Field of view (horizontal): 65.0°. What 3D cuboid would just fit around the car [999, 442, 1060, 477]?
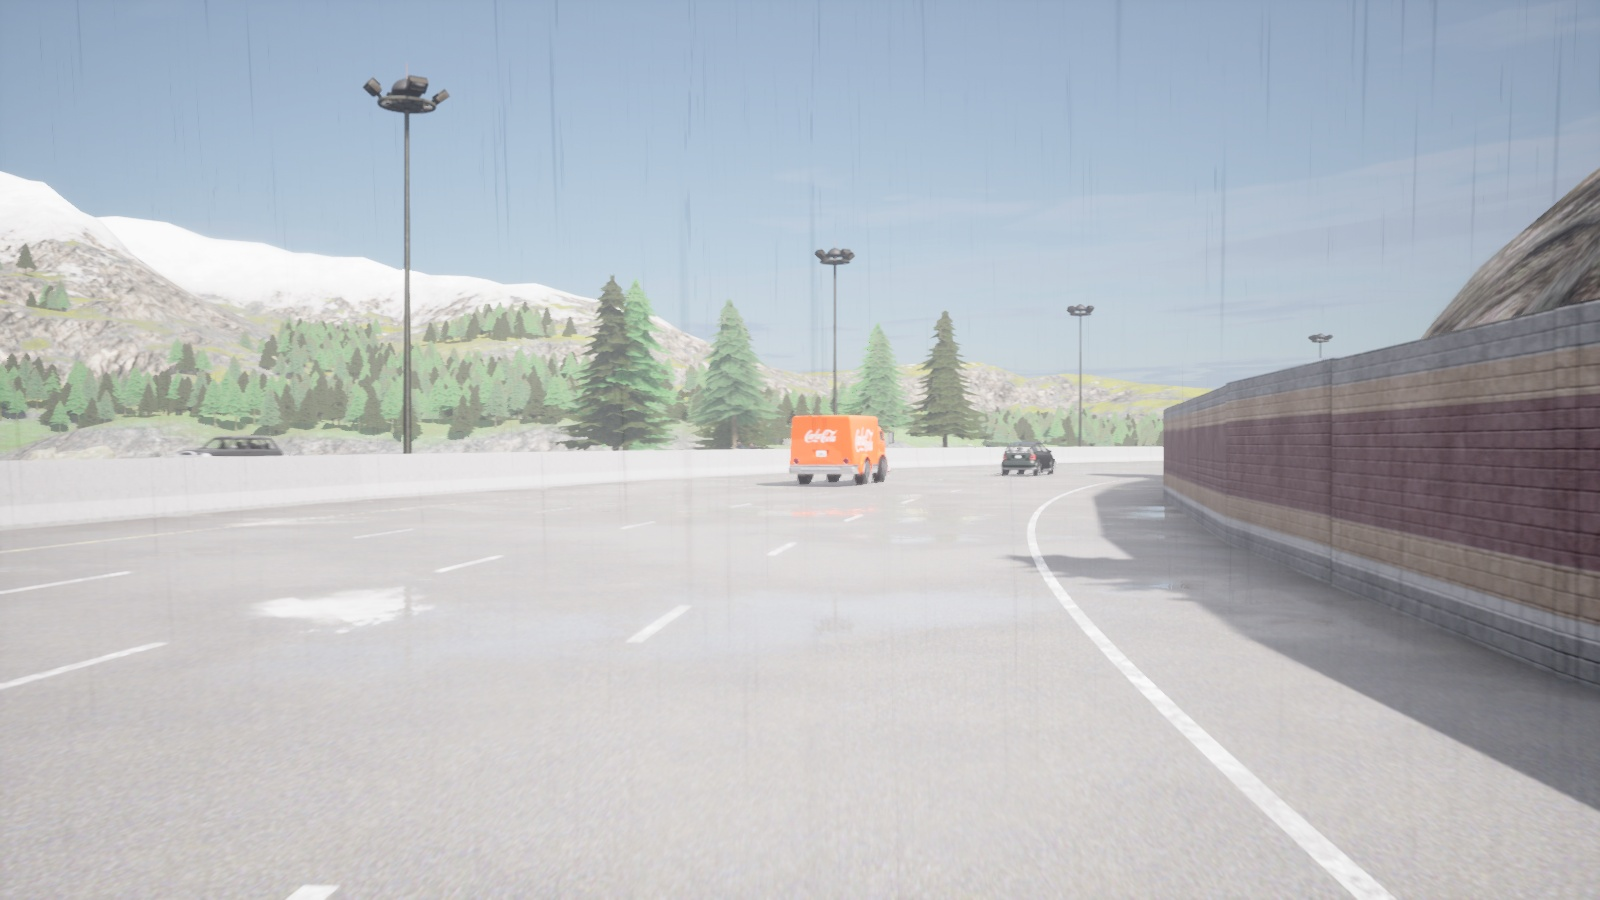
[{"bbox_3d":[10.542,0.414,57.511,1.789,1.549,3.705,0,0,26],"label":"car"}]

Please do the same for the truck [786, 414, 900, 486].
[{"bbox_3d":[1.669,0.003,45.835,2.627,2.467,5.204,0,0,21],"label":"truck"}]

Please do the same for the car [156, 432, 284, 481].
[{"bbox_3d":[-22.921,0.254,49.823,1.932,1.855,4.605,0,0,19],"label":"car"}]
